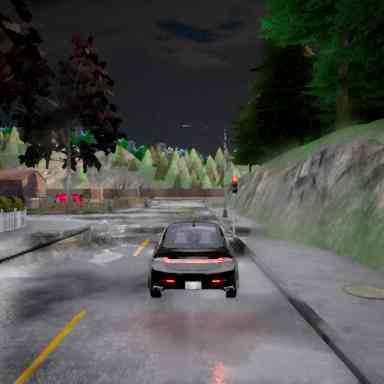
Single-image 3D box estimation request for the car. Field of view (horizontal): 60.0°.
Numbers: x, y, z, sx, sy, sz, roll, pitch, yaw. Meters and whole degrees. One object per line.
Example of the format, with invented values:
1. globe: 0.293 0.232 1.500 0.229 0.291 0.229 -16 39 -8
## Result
1. car: 0.048 1.492 8.504 2.128 1.511 4.902 0 0 1
